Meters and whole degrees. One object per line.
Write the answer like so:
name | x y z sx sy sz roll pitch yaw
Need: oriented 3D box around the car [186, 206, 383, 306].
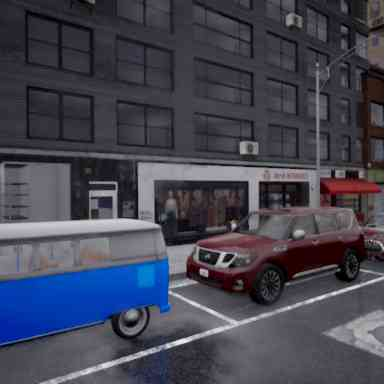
car | 2.286 1.311 8.178 5.009 1.841 2.192 0 -1 -35

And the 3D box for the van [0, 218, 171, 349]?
van | -2.261 1.340 4.934 3.998 1.788 1.690 0 -1 -35
